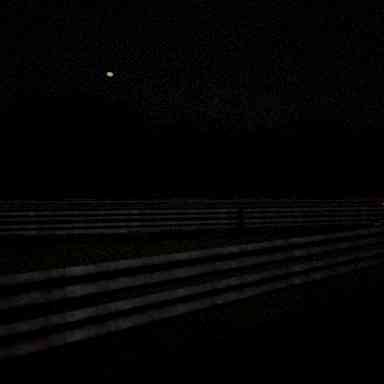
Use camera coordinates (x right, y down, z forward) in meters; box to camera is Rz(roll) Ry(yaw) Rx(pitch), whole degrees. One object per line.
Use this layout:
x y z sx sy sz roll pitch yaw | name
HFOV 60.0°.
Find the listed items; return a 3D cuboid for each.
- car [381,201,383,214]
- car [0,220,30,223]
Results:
17.274 1.112 25.532 5.566 2.045 2.150 0 0 -17 | car
-10.946 1.412 16.967 4.718 1.301 1.895 0 0 -17 | car
